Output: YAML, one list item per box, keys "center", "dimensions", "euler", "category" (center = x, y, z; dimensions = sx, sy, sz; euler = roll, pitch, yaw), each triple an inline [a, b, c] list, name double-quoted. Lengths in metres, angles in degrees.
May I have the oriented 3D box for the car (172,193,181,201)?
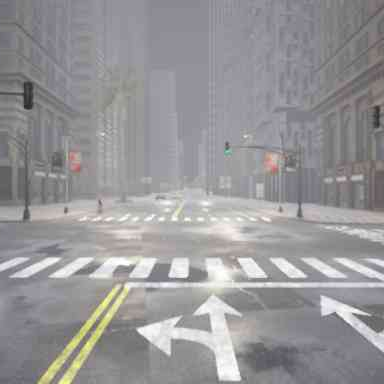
- center: [-3.204, 0.974, 69.219]
  dimensions: [1.882, 1.535, 5.008]
  euler: [0, 0, 0]
  category: "car"

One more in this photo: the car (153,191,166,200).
- center: [-6.454, 1.034, 69.222]
  dimensions: [1.994, 1.385, 4.181]
  euler: [0, 0, 0]
  category: "car"

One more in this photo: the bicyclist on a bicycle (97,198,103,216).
- center: [-8.729, 1.403, 31.518]
  dimensions: [0.582, 1.620, 1.656]
  euler: [0, 0, 0]
  category: "bicyclist on a bicycle"
